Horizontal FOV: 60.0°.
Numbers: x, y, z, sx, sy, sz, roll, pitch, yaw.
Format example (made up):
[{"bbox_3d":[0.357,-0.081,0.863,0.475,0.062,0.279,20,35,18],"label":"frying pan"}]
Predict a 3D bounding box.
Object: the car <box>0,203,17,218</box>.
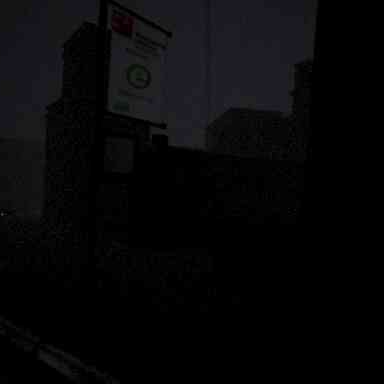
[{"bbox_3d":[-21.688,2.083,37.900,1.837,1.490,4.892,4,-2,-4],"label":"car"}]
